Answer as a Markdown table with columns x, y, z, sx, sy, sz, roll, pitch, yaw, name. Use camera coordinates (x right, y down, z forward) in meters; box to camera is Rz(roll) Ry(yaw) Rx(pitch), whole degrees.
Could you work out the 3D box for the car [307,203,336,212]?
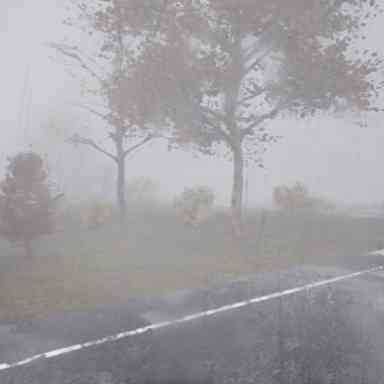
| x | y | z | sx | sy | sz | roll | pitch | yaw | name |
| --- | --- | --- | --- | --- | --- | --- | --- | --- | --- |
| 14.467 | 1.429 | 39.253 | 1.882 | 1.535 | 5.008 | 0 | 1 | -35 | car |
